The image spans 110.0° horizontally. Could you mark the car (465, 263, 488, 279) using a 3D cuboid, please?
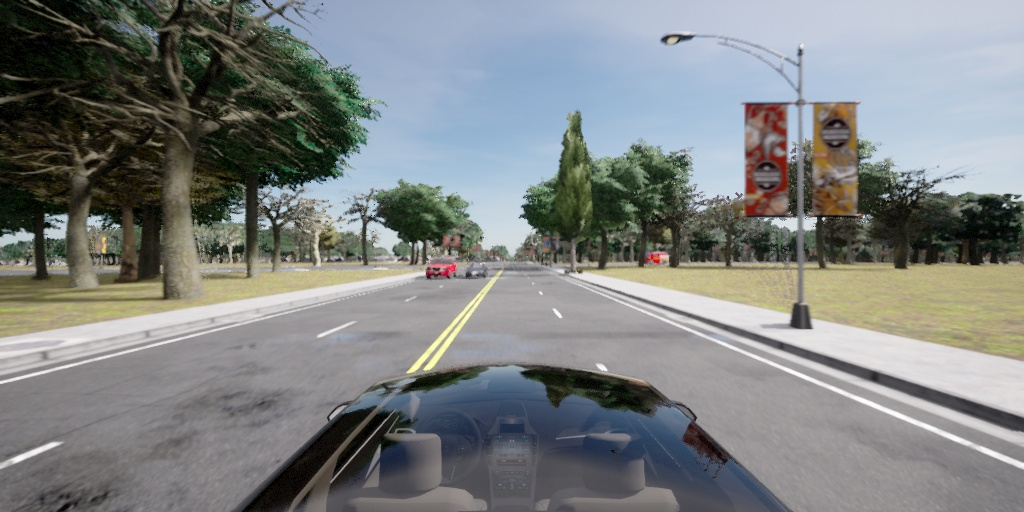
[{"bbox_3d":[-3.341,1.398,34.537,2.128,1.511,4.902,0,0,0],"label":"car"}]

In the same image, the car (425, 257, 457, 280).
[{"bbox_3d":[-6.595,1.123,34.072,2.150,2.045,5.566,0,0,0],"label":"car"}]
